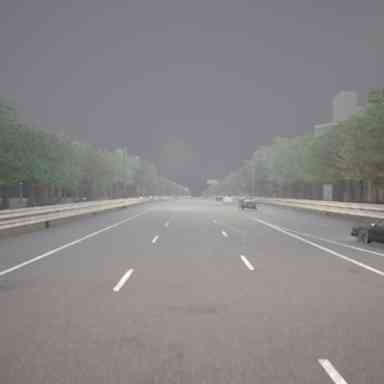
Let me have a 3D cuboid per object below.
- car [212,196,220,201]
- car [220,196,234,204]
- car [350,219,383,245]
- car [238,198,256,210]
[{"bbox_3d":[7.198,1.738,89.335,1.882,1.535,5.008,0,-1,0],"label":"car"},{"bbox_3d":[7.074,1.583,65.208,1.812,1.442,4.674,0,0,0],"label":"car"},{"bbox_3d":[8.514,1.562,12.837,2.033,1.411,5.357,0,0,-9],"label":"car"},{"bbox_3d":[7.020,1.530,42.461,1.812,1.442,4.674,0,0,0],"label":"car"}]
